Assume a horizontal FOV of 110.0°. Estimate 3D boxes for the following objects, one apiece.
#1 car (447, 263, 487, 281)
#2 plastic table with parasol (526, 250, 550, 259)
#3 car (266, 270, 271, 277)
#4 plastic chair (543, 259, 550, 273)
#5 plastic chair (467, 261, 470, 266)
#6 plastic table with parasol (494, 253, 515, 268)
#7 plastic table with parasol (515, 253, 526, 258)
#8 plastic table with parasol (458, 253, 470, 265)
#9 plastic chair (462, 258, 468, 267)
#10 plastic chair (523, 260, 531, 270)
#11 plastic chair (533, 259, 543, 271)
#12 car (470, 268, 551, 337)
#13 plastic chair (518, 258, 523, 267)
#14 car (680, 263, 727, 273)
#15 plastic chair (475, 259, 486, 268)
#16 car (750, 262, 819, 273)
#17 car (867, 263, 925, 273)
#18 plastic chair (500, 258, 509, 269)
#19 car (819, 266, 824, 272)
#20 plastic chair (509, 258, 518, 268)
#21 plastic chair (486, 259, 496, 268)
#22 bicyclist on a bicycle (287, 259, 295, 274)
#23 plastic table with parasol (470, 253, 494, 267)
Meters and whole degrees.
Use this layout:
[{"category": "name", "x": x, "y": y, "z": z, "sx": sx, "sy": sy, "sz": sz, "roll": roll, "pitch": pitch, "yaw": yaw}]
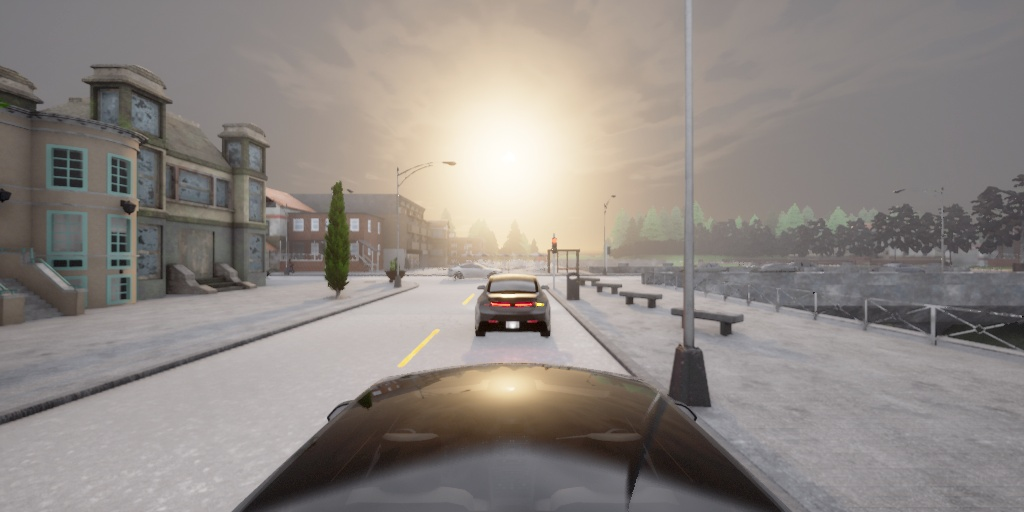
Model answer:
[{"category": "car", "x": -3.173, "y": 1.324, "z": 30.712, "sx": 4.674, "sy": 1.442, "sz": 1.812, "roll": 0, "pitch": 0, "yaw": 0}, {"category": "plastic table with parasol", "x": 3.587, "y": 0.756, "z": 49.975, "sx": 2.482, "sy": 2.480, "sz": 2.482, "roll": 0, "pitch": 0, "yaw": 0}, {"category": "car", "x": -23.460, "y": 1.399, "z": 30.706, "sx": 4.718, "sy": 1.301, "sz": 1.895, "roll": 0, "pitch": 0, "yaw": 0}, {"category": "plastic chair", "x": 4.847, "y": 1.360, "z": 49.805, "sx": 0.730, "sy": 1.272, "sz": 0.750, "roll": 0, "pitch": 0, "yaw": 0}, {"category": "plastic chair", "x": -5.553, "y": 1.362, "z": 50.806, "sx": 0.730, "sy": 1.272, "sz": 0.750, "roll": 0, "pitch": 0, "yaw": 0}, {"category": "plastic table with parasol", "x": -1.202, "y": 0.769, "z": 57.706, "sx": 2.482, "sy": 2.480, "sz": 2.482, "roll": 0, "pitch": 0, "yaw": 0}, {"category": "plastic table with parasol", "x": 1.169, "y": 0.782, "z": 65.315, "sx": 2.482, "sy": 2.480, "sz": 2.482, "roll": 0, "pitch": 0, "yaw": 0}, {"category": "plastic table with parasol", "x": -7.122, "y": 0.769, "z": 57.316, "sx": 2.482, "sy": 2.480, "sz": 2.482, "roll": 0, "pitch": 0, "yaw": 0}, {"category": "plastic chair", "x": -7.049, "y": 1.371, "z": 56.138, "sx": 0.750, "sy": 1.272, "sz": 0.730, "roll": 0, "pitch": 0, "yaw": -1}, {"category": "plastic chair", "x": 2.247, "y": 1.360, "z": 50.005, "sx": 0.730, "sy": 1.272, "sz": 0.750, "roll": 0, "pitch": 0, "yaw": 0}, {"category": "plastic chair", "x": 3.447, "y": 1.358, "z": 48.705, "sx": 0.750, "sy": 1.272, "sz": 0.730, "roll": 0, "pitch": 0, "yaw": 0}, {"category": "car", "x": 0.036, "y": 1.269, "z": 10.307, "sx": 1.837, "sy": 1.490, "sz": 4.892, "roll": 0, "pitch": 0, "yaw": 1}, {"category": "plastic chair", "x": 1.052, "y": 1.384, "z": 64.137, "sx": 0.750, "sy": 1.272, "sz": 0.730, "roll": 0, "pitch": 0, "yaw": -1}, {"category": "car", "x": 18.649, "y": 1.370, "z": 34.908, "sx": 4.181, "sy": 1.385, "sz": 1.994, "roll": 0, "pitch": 0, "yaw": 0}, {"category": "plastic chair", "x": -4.353, "y": 1.360, "z": 49.506, "sx": 0.750, "sy": 1.272, "sz": 0.730, "roll": 0, "pitch": 0, "yaw": 0}, {"category": "car", "x": 22.994, "y": 1.325, "z": 30.721, "sx": 4.674, "sy": 1.442, "sz": 1.812, "roll": 0, "pitch": 0, "yaw": 0}, {"category": "car", "x": 37.329, "y": 1.370, "z": 34.892, "sx": 4.181, "sy": 1.385, "sz": 1.994, "roll": 0, "pitch": 0, "yaw": 0}, {"category": "plastic chair", "x": -1.252, "y": 1.371, "z": 56.506, "sx": 0.750, "sy": 1.272, "sz": 0.730, "roll": 0, "pitch": 0, "yaw": 0}, {"category": "car", "x": 27.435, "y": 1.311, "z": 34.906, "sx": 4.892, "sy": 1.490, "sz": 1.837, "roll": 0, "pitch": 0, "yaw": 0}, {"category": "plastic chair", "x": 0.148, "y": 1.373, "z": 57.606, "sx": 0.730, "sy": 1.272, "sz": 0.750, "roll": 0, "pitch": 0, "yaw": 0}, {"category": "plastic chair", "x": -2.953, "y": 1.361, "z": 50.606, "sx": 0.730, "sy": 1.272, "sz": 0.750, "roll": 0, "pitch": 0, "yaw": 0}, {"category": "bicyclist on a bicycle", "x": -24.185, "y": 1.161, "z": 39.104, "sx": 0.582, "sy": 1.620, "sz": 1.656, "roll": 0, "pitch": 0, "yaw": 0}, {"category": "plastic table with parasol", "x": -4.233, "y": 0.758, "z": 50.726, "sx": 2.482, "sy": 2.480, "sz": 2.482, "roll": 0, "pitch": 0, "yaw": 0}]
